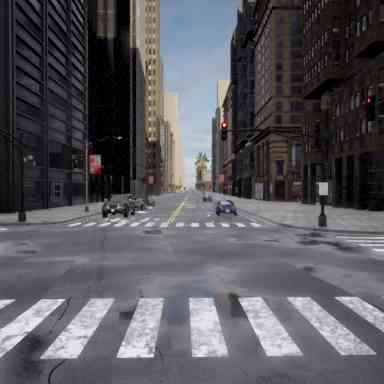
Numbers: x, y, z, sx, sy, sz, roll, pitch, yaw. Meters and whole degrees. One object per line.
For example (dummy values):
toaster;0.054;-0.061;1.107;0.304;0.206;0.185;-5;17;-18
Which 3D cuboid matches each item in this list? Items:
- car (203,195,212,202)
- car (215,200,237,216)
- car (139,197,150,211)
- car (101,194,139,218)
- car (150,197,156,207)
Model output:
car;3.213;1.416;70.995;1.812;1.442;4.674;0;0;0
car;3.230;1.491;32.186;1.812;1.442;4.674;0;0;1
car;-6.643;1.456;40.510;1.837;1.490;4.892;0;0;0
car;-6.638;1.191;30.636;2.150;2.045;5.566;0;0;0
car;-6.664;1.497;50.533;1.994;1.385;4.181;0;0;-1
